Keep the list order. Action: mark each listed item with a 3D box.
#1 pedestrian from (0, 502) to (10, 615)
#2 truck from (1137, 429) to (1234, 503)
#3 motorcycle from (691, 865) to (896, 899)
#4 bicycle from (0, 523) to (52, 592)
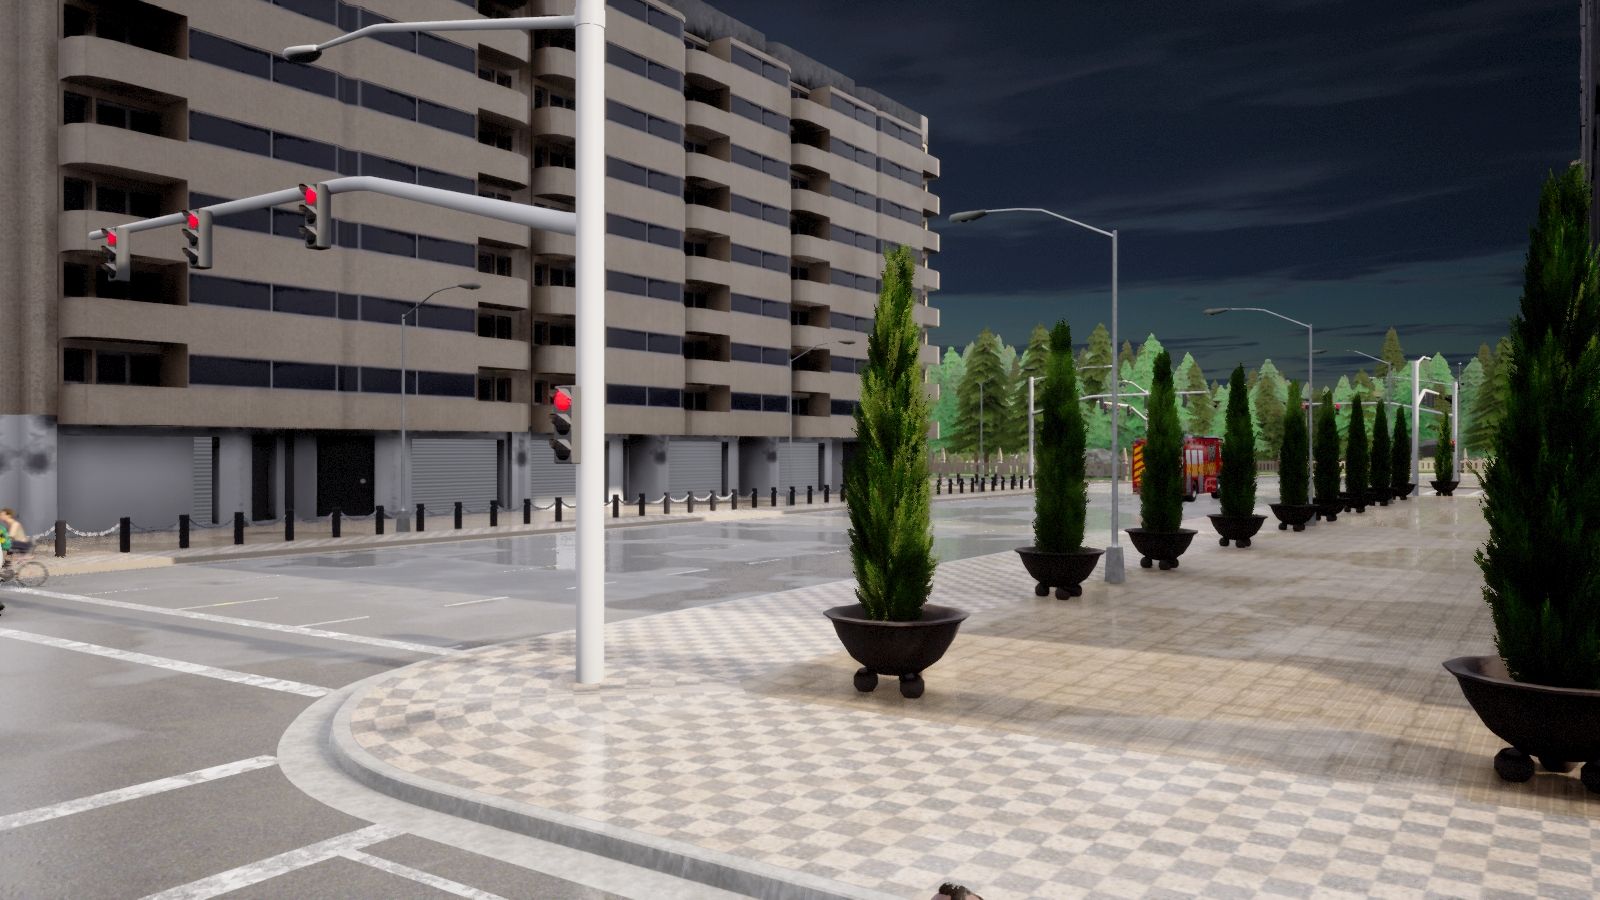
[{"bbox_3d":[-13.476,1.804,19.045,0.375,1.860,0.375,0,0,24],"label":"pedestrian"},{"bbox_3d":[21.438,0.835,63.219,2.891,3.827,8.468,0,0,34],"label":"truck"},{"bbox_3d":[0.516,2.205,3.364,2.209,1.251,0.867,0,0,34],"label":"motorcycle"},{"bbox_3d":[-15.616,2.102,22.392,1.487,1.276,0.859,0,-2,-42],"label":"bicycle"}]
